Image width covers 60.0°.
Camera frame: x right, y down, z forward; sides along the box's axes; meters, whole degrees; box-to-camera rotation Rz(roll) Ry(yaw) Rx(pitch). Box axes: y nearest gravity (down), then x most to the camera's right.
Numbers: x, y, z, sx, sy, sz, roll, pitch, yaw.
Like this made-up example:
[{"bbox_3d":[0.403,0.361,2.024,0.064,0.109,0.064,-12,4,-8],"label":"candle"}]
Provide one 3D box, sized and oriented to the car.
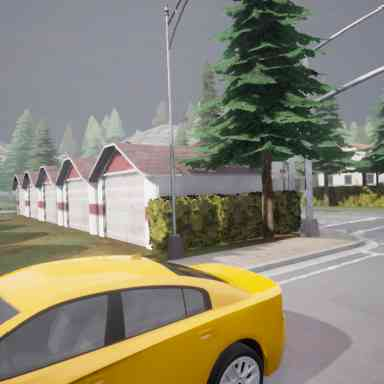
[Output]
[{"bbox_3d":[-1.261,1.451,3.087,5.008,1.535,1.882,-2,1,-35],"label":"car"}]
